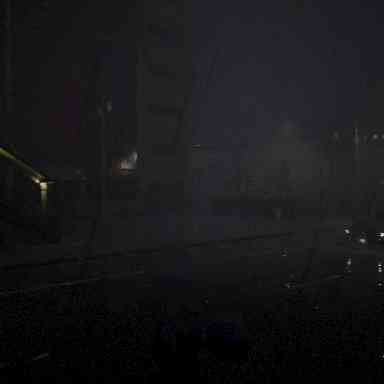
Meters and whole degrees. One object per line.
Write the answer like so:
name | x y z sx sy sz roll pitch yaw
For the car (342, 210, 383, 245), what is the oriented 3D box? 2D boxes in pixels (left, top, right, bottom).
car | 8.790 1.491 14.455 5.357 1.411 2.033 0 0 -35

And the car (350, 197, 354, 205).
car | 19.866 1.100 45.084 4.553 1.767 2.185 0 0 -36

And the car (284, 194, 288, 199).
car | 15.389 1.252 51.223 4.193 1.474 1.816 0 0 -36

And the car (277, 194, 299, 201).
car | 20.959 1.183 72.290 4.786 1.482 2.161 0 0 -36
